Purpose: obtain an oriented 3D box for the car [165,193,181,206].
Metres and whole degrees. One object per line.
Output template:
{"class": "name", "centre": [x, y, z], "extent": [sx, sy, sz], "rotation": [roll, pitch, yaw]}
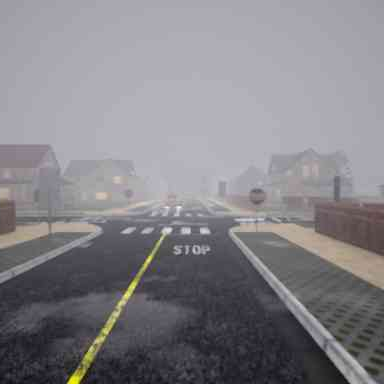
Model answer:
{"class": "car", "centre": [-2.754, 1.095, 48.157], "extent": [2.097, 1.767, 4.553], "rotation": [0, 0, 0]}
